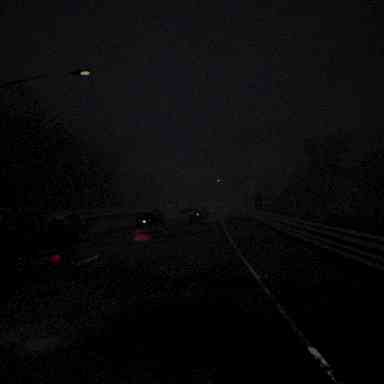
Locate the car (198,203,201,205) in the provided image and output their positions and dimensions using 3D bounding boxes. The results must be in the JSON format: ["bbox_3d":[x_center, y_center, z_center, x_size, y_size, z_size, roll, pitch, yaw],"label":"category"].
[{"bbox_3d":[1.160,3.525,84.628,2.097,1.767,4.553,-1,-2,11],"label":"car"}]

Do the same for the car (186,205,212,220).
[{"bbox_3d":[0.914,2.546,39.362,1.994,1.385,4.181,-1,-1,8],"label":"car"}]

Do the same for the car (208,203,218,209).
[{"bbox_3d":[4.812,3.668,85.087,1.812,1.442,4.674,-1,-2,11],"label":"car"}]

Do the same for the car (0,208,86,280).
[{"bbox_3d":[-5.856,1.542,11.161,2.150,2.045,5.566,-1,-1,5],"label":"car"}]

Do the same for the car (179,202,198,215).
[{"bbox_3d":[-0.773,2.816,52.435,1.882,1.535,5.008,-1,-2,9],"label":"car"}]

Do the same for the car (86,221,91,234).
[{"bbox_3d":[-8.270,2.142,21.681,1.812,1.442,4.674,-1,-1,6],"label":"car"}]

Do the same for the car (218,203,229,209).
[{"bbox_3d":[8.454,3.642,85.493,2.128,1.511,4.902,-1,-2,11],"label":"car"}]

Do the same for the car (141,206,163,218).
[{"bbox_3d":[-5.345,2.705,45.290,1.837,1.490,4.892,-1,-2,8],"label":"car"}]

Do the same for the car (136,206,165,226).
[{"bbox_3d":[-3.737,2.307,30.539,1.837,1.490,4.892,-1,-2,7],"label":"car"}]
